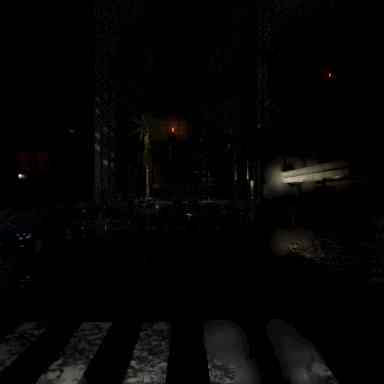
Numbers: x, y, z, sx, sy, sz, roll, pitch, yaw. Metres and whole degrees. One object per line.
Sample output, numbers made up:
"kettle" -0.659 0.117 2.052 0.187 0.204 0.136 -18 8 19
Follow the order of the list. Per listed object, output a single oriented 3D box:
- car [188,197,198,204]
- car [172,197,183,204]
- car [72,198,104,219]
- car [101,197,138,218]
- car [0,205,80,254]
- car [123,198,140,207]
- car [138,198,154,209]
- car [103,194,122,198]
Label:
"car" 0.210 1.787 69.897 1.994 1.385 4.181 0 0 0
"car" -3.040 1.787 69.877 1.994 1.385 4.181 0 0 0
"car" -9.802 1.542 29.928 1.882 1.535 5.008 0 0 0
"car" -6.555 1.544 30.721 1.882 1.535 5.008 0 0 0
"car" -6.581 1.496 13.844 1.882 1.535 5.008 0 0 0
"car" -9.742 1.715 54.003 1.994 1.385 4.181 0 0 0
"car" -6.517 1.616 47.715 2.128 1.511 4.902 0 0 0
"car" -9.791 1.318 40.650 2.150 2.045 5.566 0 0 0
